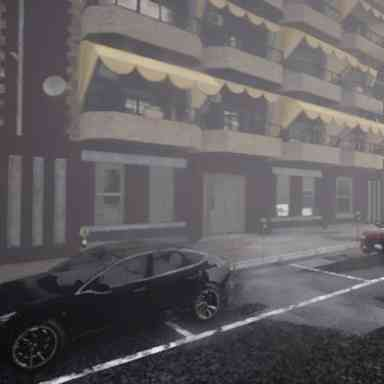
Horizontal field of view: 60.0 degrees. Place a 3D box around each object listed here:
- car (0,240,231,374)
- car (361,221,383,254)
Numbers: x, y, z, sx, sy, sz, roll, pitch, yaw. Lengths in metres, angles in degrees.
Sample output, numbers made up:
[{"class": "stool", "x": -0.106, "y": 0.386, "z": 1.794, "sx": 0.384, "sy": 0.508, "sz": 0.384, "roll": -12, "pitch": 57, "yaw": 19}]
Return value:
[{"class": "car", "x": -1.242, "y": 1.567, "z": 5.660, "sx": 4.313, "sy": 1.339, "sz": 1.947, "roll": 0, "pitch": 1, "yaw": -35}, {"class": "car", "x": 7.960, "y": 1.547, "z": 12.224, "sx": 4.507, "sy": 1.381, "sz": 1.887, "roll": 0, "pitch": 1, "yaw": -35}]
